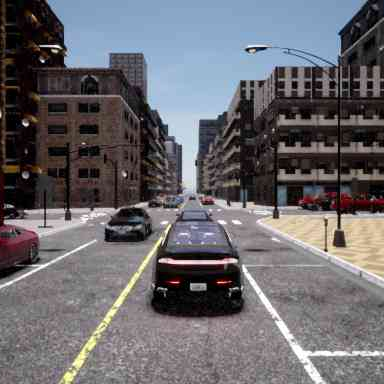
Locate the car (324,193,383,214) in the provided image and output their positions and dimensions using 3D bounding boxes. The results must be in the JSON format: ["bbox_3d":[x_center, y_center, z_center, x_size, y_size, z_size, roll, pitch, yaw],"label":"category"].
[{"bbox_3d":[14.731,1.029,29.134,5.009,1.841,2.192,-1,1,0],"label":"car"}]

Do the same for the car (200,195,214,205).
[{"bbox_3d":[2.763,1.458,56.897,1.967,1.590,4.097,0,0,0],"label":"car"}]

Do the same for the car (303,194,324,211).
[{"bbox_3d":[14.609,1.231,34.941,4.674,1.442,1.812,-1,0,0],"label":"car"}]

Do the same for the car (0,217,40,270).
[{"bbox_3d":[-5.730,1.582,9.199,1.802,1.307,4.206,0,0,0],"label":"car"}]

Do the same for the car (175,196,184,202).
[{"bbox_3d":[-2.898,1.572,79.039,2.033,1.411,5.357,0,0,0],"label":"car"}]

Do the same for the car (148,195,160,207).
[{"bbox_3d":[-5.624,1.581,51.223,1.947,1.339,4.313,0,0,0],"label":"car"}]

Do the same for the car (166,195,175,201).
[{"bbox_3d":[-5.580,1.481,85.318,1.967,1.590,4.097,0,0,0],"label":"car"}]

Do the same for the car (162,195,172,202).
[{"bbox_3d":[-5.595,1.471,73.953,1.967,1.590,4.097,0,0,0],"label":"car"}]

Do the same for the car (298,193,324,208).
[{"bbox_3d":[14.608,1.015,37.512,5.009,1.841,2.192,-1,1,0],"label":"car"}]

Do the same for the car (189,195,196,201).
[{"bbox_3d":[0.118,1.598,90.083,1.994,1.385,4.181,0,0,0],"label":"car"}]

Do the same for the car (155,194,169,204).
[{"bbox_3d":[-5.610,1.337,62.588,2.192,1.841,5.009,0,0,0],"label":"car"}]

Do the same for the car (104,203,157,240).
[{"bbox_3d":[-3.078,1.526,16.964,1.812,1.442,4.674,0,0,0],"label":"car"}]

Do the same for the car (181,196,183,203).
[{"bbox_3d":[-3.005,1.620,58.103,1.895,1.301,4.718,0,0,0],"label":"car"}]

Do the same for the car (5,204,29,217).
[{"bbox_3d":[-18.130,1.806,31.496,4.902,1.511,2.128,-1,0,0],"label":"car"}]

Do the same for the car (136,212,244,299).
[{"bbox_3d":[0.113,1.491,8.405,2.128,1.511,4.902,0,0,0],"label":"car"}]

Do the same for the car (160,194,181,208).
[{"bbox_3d":[-3.003,1.365,48.170,2.097,1.767,4.553,0,0,0],"label":"car"}]

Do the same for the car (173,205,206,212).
[{"bbox_3d":[0.121,1.565,17.020,1.994,1.385,4.181,0,0,0],"label":"car"}]
